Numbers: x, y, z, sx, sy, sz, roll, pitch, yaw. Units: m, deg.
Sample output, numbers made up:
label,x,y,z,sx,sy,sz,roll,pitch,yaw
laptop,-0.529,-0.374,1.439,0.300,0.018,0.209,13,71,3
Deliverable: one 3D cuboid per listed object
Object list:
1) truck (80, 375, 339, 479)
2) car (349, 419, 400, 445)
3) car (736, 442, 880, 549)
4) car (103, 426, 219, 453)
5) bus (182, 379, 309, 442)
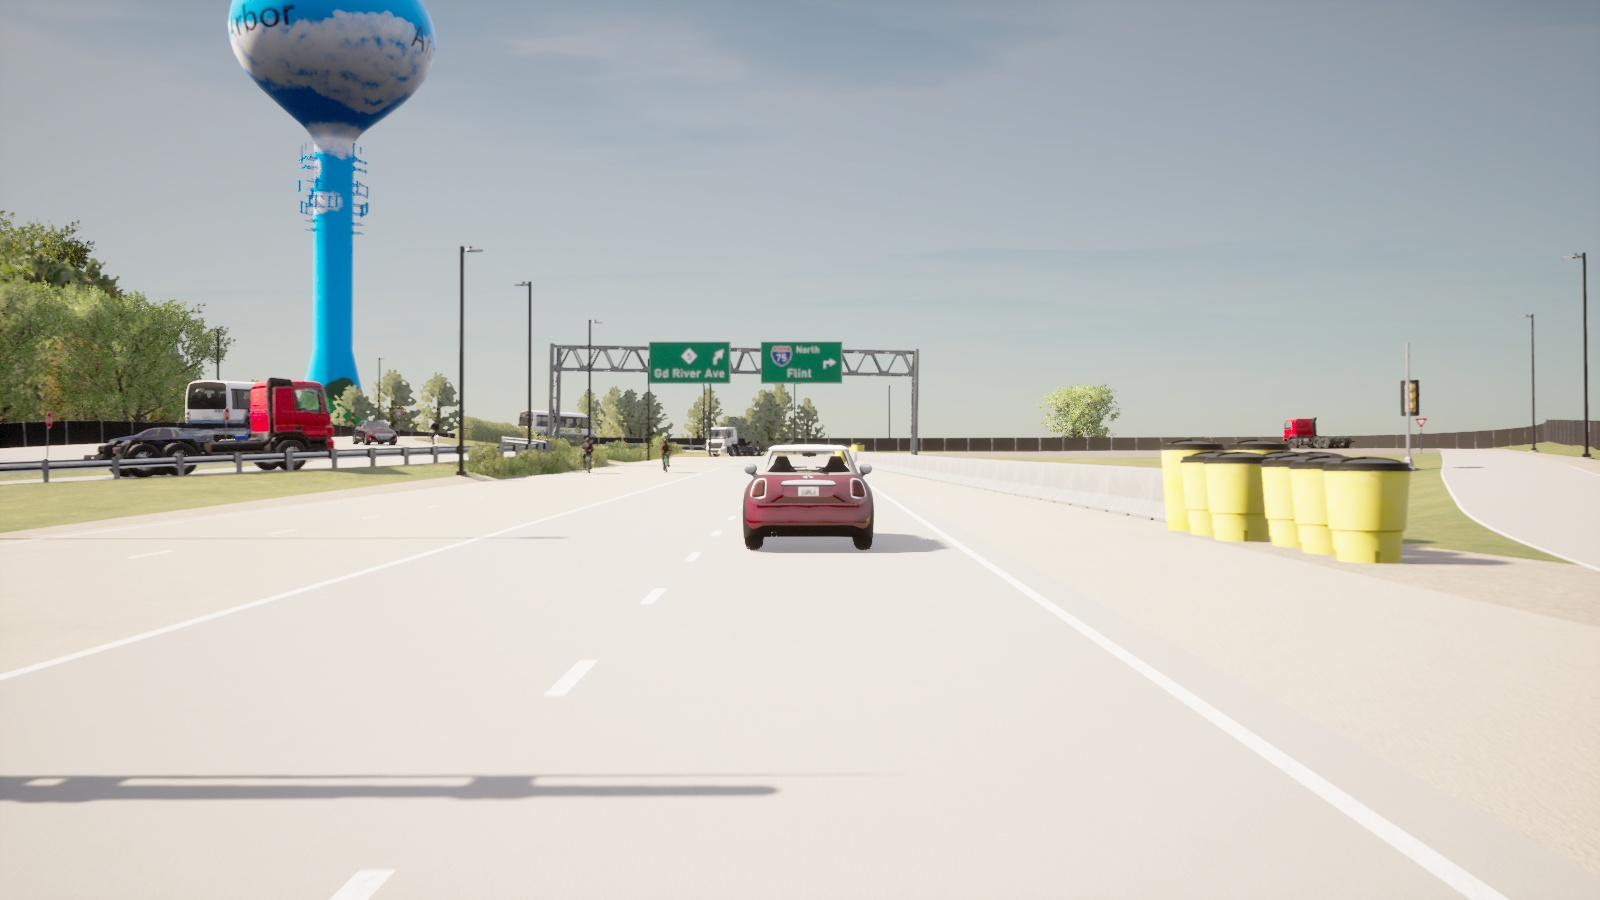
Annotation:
label,x,y,z,sx,sy,sz,roll,pitch,yaw
truck,-21.351,-0.906,45.787,7.936,3.462,2.891,-3,2,-42
car,-27.811,-1.183,82.005,2.033,1.649,4.856,0,1,-33
car,0.124,0.612,19.151,1.970,1.475,3.806,0,0,0
car,-35.422,-0.615,69.722,5.357,1.411,2.033,0,3,-1
bus,-39.889,-2.841,90.897,3.944,4.253,10.273,0,2,4
